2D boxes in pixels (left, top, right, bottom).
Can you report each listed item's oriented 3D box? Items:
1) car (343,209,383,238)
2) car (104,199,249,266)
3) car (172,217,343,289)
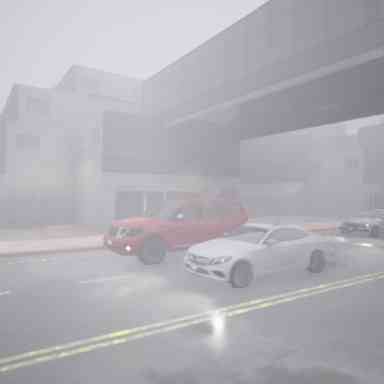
[{"bbox_3d":[10.532,1.745,19.224,4.674,1.442,1.812,1,-1,-33],"label":"car"},{"bbox_3d":[-0.304,1.290,12.141,5.566,2.045,2.150,1,-1,-33],"label":"car"},{"bbox_3d":[1.997,1.600,9.467,4.674,1.442,1.812,1,0,-33],"label":"car"}]
